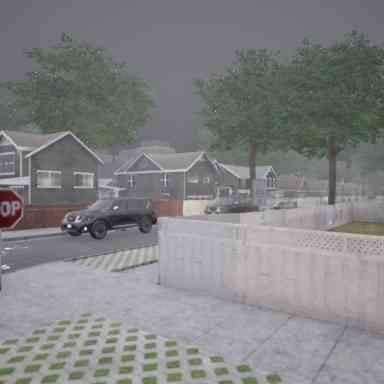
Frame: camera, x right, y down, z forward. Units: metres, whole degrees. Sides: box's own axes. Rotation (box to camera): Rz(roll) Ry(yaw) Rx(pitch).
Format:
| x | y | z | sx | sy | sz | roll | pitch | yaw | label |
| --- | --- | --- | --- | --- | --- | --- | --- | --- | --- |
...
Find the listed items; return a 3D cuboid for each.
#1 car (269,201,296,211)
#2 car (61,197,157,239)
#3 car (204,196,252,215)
| x | y | z | sx | sy | sz | roll | pitch | yaw | label |
| --- | --- | --- | --- | --- | --- | --- | --- | --- | --- |
| 10.673 | 1.807 | 39.206 | 1.994 | 1.385 | 4.181 | 0 | 0 | 36 | car |
| -4.302 | 1.304 | 18.257 | 2.150 | 2.045 | 5.566 | 0 | 0 | 36 | car |
| 3.262 | 1.386 | 28.860 | 2.150 | 2.045 | 5.566 | 0 | -1 | 36 | car |
